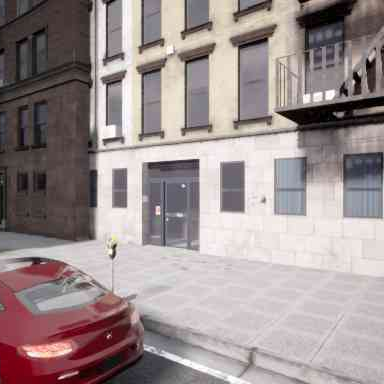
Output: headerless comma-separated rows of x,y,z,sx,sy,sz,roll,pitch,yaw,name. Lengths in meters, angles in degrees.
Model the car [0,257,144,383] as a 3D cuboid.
-2.504,1.582,4.596,4.206,1.307,1.802,0,0,36,car
